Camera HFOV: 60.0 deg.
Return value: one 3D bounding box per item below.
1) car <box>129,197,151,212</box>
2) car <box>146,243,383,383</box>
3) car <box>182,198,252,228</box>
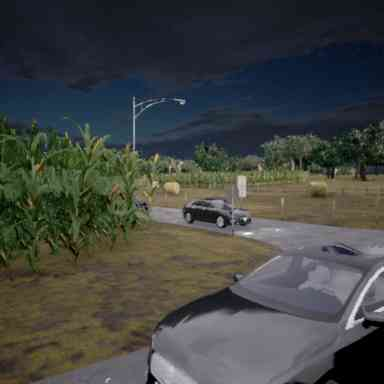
[{"bbox_3d":[-5.372,1.035,28.789,1.895,1.301,4.718,-1,2,-35],"label":"car"},{"bbox_3d":[1.774,1.490,4.217,4.902,1.511,2.128,0,0,-36],"label":"car"},{"bbox_3d":[1.338,1.158,19.417,1.837,1.490,4.892,-1,2,-37],"label":"car"}]
